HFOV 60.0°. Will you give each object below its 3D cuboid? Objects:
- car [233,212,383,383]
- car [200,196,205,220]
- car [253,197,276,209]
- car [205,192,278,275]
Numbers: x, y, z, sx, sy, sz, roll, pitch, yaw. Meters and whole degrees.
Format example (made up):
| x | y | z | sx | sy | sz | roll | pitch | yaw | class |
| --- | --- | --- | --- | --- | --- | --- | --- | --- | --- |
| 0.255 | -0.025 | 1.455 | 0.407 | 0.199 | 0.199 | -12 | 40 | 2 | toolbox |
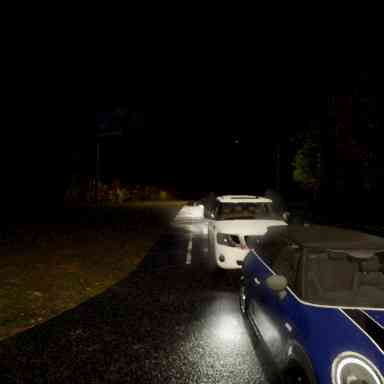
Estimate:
| x | y | z | sx | sy | sz | roll | pitch | yaw | class |
| --- | --- | --- | --- | --- | --- | --- | --- | --- | --- |
| 1.932 | 1.338 | 4.208 | 2.097 | 1.767 | 4.553 | 0 | 0 | -1 | car |
| 1.854 | 1.336 | 26.616 | 1.882 | 1.535 | 5.008 | 0 | 0 | 1 | car |
| 9.062 | 1.384 | 41.882 | 1.895 | 1.301 | 4.718 | 0 | 0 | 1 | car |
| 1.654 | 1.160 | 10.552 | 2.150 | 2.045 | 5.566 | 0 | 0 | 1 | car |
